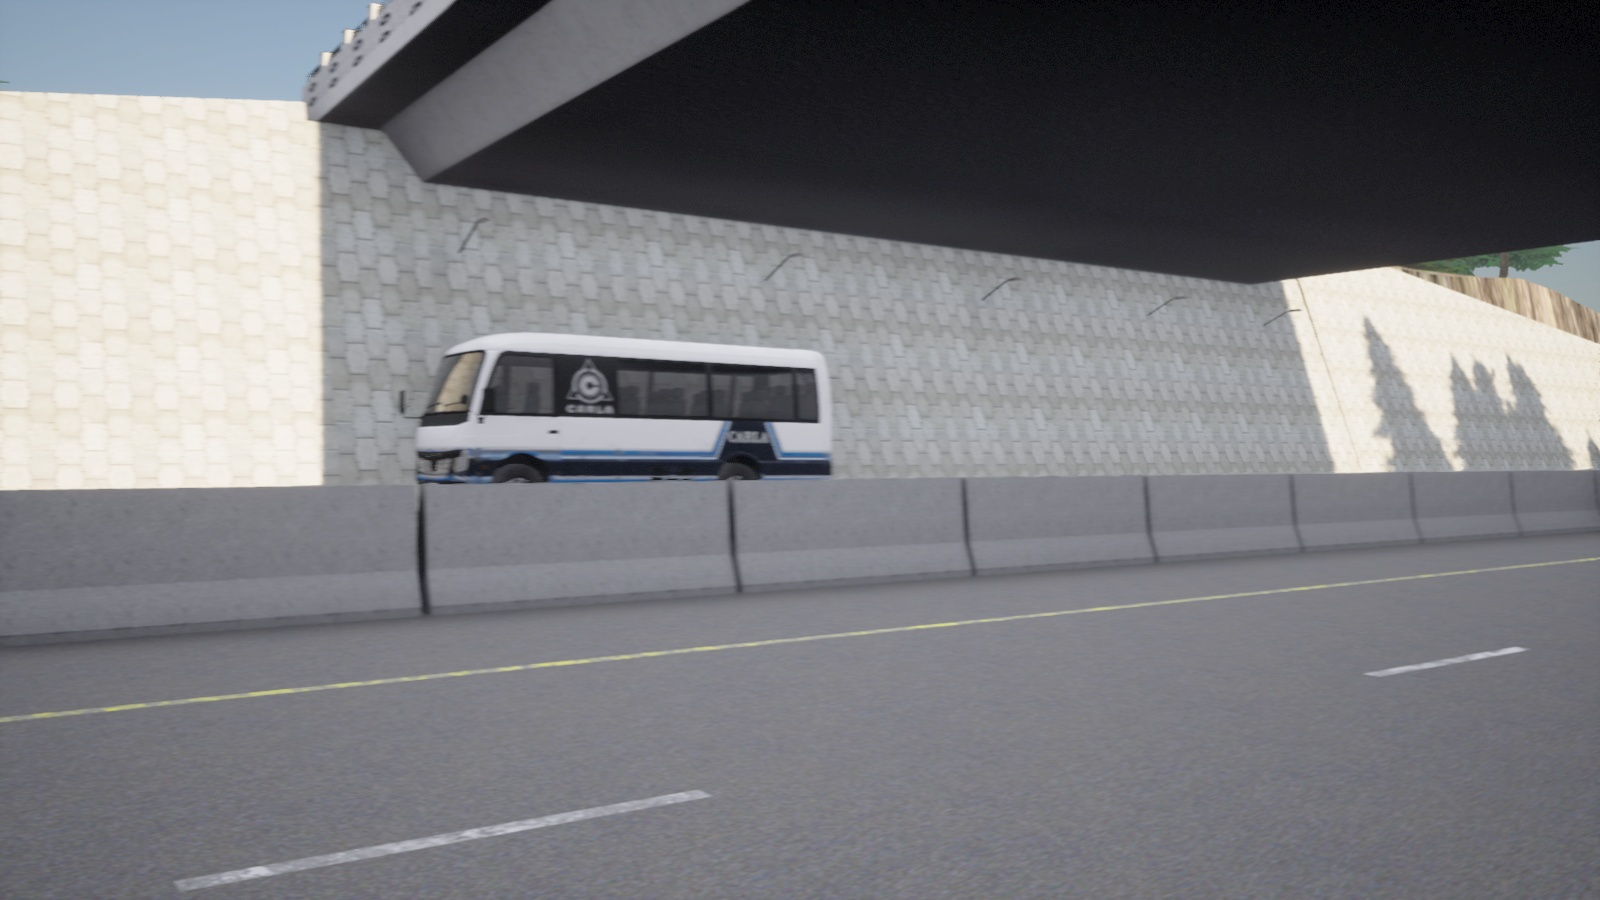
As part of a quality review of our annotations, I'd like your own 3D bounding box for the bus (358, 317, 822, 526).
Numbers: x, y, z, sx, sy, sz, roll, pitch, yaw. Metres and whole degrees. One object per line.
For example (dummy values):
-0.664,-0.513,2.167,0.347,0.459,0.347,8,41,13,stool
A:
-4.804,-0.546,30.171,10.273,4.253,3.944,0,0,-35,bus
